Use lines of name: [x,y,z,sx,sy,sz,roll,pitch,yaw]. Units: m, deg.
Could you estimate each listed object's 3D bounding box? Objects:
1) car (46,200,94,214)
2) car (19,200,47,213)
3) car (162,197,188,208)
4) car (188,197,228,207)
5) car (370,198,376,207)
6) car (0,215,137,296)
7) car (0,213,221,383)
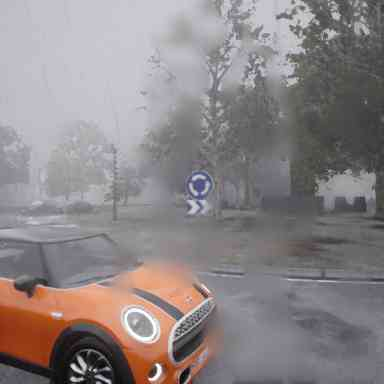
car: [-11.619,1.533,32.595,1.994,1.385,4.181,0,0,24]
car: [-14.836,1.505,33.027,1.812,1.442,4.674,0,0,21]
car: [-1.489,1.444,46.700,5.357,1.411,2.033,0,0,-20]
car: [2.362,1.394,44.456,4.892,1.490,1.837,0,-1,-9]
car: [25.251,1.331,44.038,1.812,1.442,4.674,0,0,3]
car: [-3.879,1.525,9.243,4.674,1.442,1.812,0,1,34]
car: [-1.894,1.353,4.900,4.553,1.767,2.097,0,0,25]
